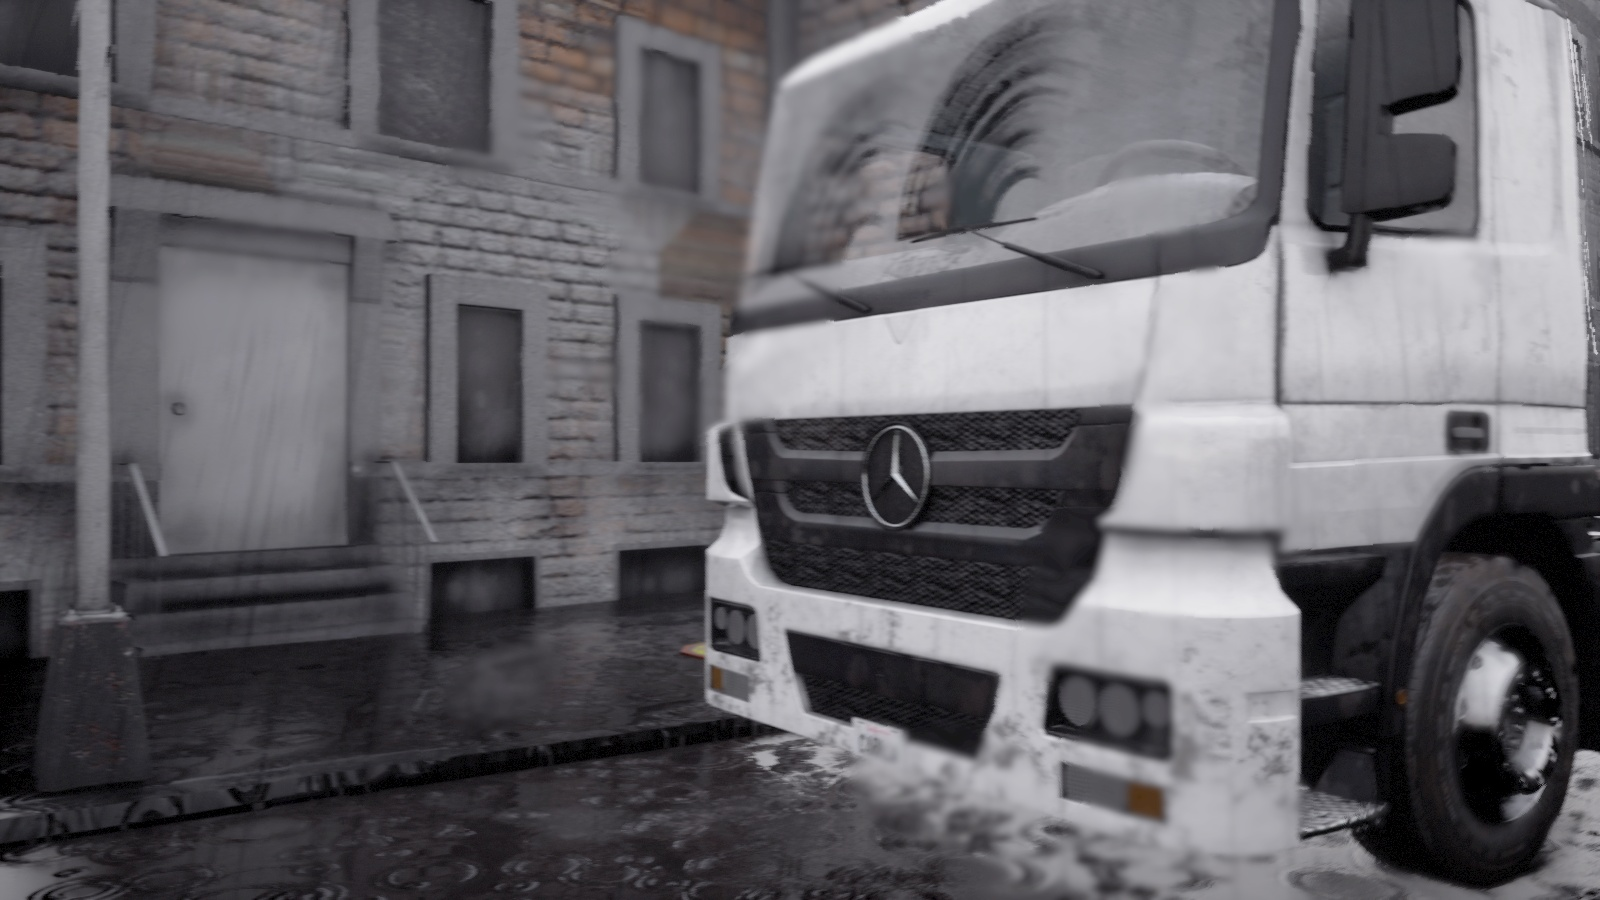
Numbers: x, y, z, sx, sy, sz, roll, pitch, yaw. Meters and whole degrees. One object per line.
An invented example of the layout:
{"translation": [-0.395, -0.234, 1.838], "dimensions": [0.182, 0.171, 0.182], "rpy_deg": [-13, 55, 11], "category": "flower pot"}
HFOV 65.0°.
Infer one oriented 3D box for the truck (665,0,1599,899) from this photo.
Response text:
{"translation": [3.481, -0.228, 6.696], "dimensions": [7.936, 3.462, 2.891], "rpy_deg": [0, 0, -35], "category": "truck"}
